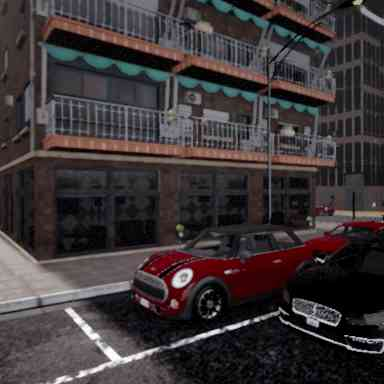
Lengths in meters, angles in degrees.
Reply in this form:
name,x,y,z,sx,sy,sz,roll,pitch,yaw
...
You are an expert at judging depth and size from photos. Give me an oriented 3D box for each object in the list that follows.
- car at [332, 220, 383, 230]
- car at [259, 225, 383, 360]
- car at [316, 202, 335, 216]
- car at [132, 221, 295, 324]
name,x,y,z,sx,sy,sz,roll,pitch,yaw
car,5.277,1.601,10.327,4.507,1.381,1.887,0,-1,-35
car,3.630,1.539,5.942,4.892,1.490,1.837,0,0,-35
car,14.545,1.940,39.214,1.967,1.590,4.097,-1,0,-36
car,0.778,1.466,7.123,4.097,1.590,1.967,0,-1,-35
